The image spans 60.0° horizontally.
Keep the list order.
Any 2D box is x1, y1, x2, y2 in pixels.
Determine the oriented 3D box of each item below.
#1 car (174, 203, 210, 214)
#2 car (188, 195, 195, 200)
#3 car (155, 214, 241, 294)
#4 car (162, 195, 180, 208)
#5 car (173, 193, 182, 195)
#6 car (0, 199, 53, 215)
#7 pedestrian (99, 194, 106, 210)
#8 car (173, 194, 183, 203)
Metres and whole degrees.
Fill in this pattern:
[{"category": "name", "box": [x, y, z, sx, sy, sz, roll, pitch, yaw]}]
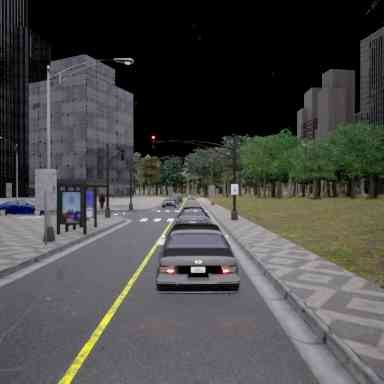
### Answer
[{"category": "car", "box": [0.071, 1.554, 19.195, 1.994, 1.385, 4.181, 0, 0, 0]}, {"category": "car", "box": [-0.153, 1.468, 86.392, 1.895, 1.301, 4.718, 0, 0, 0]}, {"category": "car", "box": [0.094, 1.544, 8.916, 2.033, 1.411, 5.357, 0, 0, -1]}, {"category": "car", "box": [-3.129, 1.516, 46.861, 1.994, 1.385, 4.181, 0, 0, 0]}, {"category": "car", "box": [-3.078, 1.133, 69.284, 2.150, 2.045, 5.566, 0, 0, 0]}, {"category": "car", "box": [-15.658, 1.426, 31.157, 5.008, 1.535, 1.882, 0, 1, 0]}, {"category": "pedestrian", "box": [-10.108, 1.050, 37.262, 0.375, 1.860, 0.375, 0, 0, 1]}, {"category": "car", "box": [-3.121, 1.499, 56.776, 1.994, 1.385, 4.181, 0, 0, 0]}]
